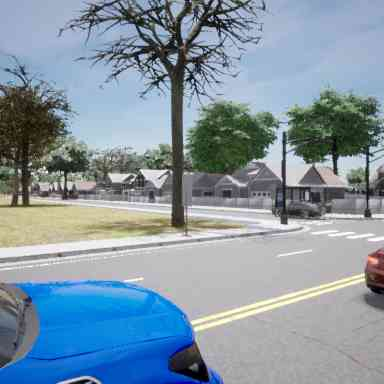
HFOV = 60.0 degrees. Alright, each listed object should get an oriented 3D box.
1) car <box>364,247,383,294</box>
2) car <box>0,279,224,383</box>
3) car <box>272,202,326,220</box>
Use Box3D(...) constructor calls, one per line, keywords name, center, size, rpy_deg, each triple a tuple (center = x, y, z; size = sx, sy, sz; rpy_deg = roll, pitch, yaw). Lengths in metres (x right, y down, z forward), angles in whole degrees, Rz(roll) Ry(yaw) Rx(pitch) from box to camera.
Box3D(name="car", center=(5.670, 1.525, 7.459), size=(4.674, 1.442, 1.812), rpy_deg=(0, 0, -36))
Box3D(name="car", center=(-2.406, 1.221, 1.725), size=(5.566, 2.045, 2.150), rpy_deg=(0, 0, -36))
Box3D(name="car", center=(9.095, 1.545, 28.564), size=(1.812, 1.442, 4.674), rpy_deg=(-1, 0, -38))
